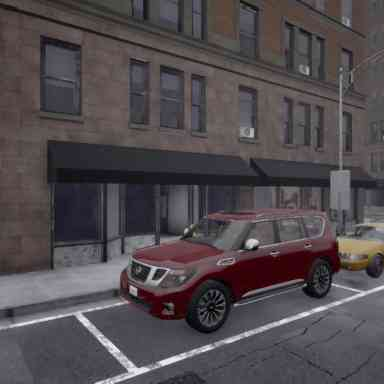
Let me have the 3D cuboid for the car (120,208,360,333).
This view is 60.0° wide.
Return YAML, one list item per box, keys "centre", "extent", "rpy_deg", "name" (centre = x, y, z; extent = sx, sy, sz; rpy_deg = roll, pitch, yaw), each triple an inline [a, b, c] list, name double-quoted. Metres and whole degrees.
- centre: [1.077, 1.315, 6.963]
  extent: [5.009, 1.841, 2.192]
  rpy_deg: [0, 0, -35]
  name: "car"

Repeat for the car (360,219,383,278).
- centre: [5.564, 1.525, 10.157]
  extent: [4.829, 1.417, 1.752]
  rpy_deg: [0, 0, -35]
  name: "car"
